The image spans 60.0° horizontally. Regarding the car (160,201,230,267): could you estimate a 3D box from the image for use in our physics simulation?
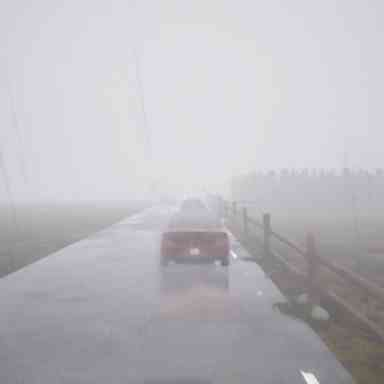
[{"bbox_3d":[0.090,1.283,10.712,1.882,1.535,5.008,0,1,1],"label":"car"}]

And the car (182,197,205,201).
[{"bbox_3d":[0.099,1.115,27.485,1.994,1.385,4.181,0,1,0],"label":"car"}]

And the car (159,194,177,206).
[{"bbox_3d":[-2.821,0.952,40.617,1.994,1.385,4.181,0,1,0],"label":"car"}]
